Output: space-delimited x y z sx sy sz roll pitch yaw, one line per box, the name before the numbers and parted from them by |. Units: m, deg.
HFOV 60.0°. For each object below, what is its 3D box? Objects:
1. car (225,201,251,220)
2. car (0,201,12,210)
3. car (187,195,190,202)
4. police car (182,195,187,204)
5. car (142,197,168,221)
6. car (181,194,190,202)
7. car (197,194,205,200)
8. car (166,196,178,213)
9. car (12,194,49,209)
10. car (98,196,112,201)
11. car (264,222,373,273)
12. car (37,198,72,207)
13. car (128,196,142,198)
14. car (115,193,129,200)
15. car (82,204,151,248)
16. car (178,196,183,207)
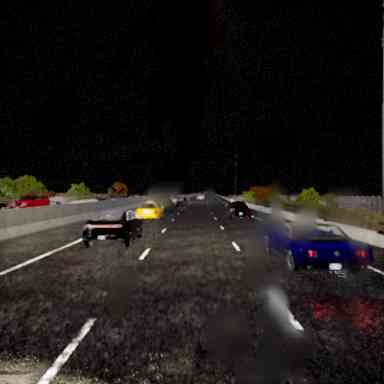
car | 3.856 1.523 28.239 1.812 1.442 4.674 0 0 1
car | -20.739 1.491 33.617 1.837 1.490 4.892 0 0 1
car | -2.028 1.530 70.297 2.128 1.511 4.902 0 0 2
police car | -2.446 1.524 59.337 2.038 1.542 4.974 0 0 2
car | -3.280 1.449 26.634 1.801 1.575 5.366 0 0 1
car | -1.542 1.412 81.225 2.097 1.767 4.553 0 0 3
car | 2.396 1.555 90.284 1.895 1.301 4.718 0 0 3
car | -3.075 1.349 37.380 2.097 1.767 4.553 0 0 1
car | -17.198 1.210 35.732 2.150 2.045 5.566 0 0 1
car | -19.387 1.587 73.971 1.895 1.301 4.718 0 0 2
car | 3.644 1.596 10.626 1.895 1.301 4.718 0 0 0
car | -13.729 1.590 34.450 1.895 1.301 4.718 0 0 1
car | -12.315 1.526 75.499 2.033 1.411 5.357 0 0 3
car | -15.812 1.208 75.628 2.150 2.045 5.566 0 0 3
car | -3.321 1.482 14.716 2.128 1.511 4.902 0 0 1
car | -2.794 1.606 48.405 1.895 1.301 4.718 0 0 2
